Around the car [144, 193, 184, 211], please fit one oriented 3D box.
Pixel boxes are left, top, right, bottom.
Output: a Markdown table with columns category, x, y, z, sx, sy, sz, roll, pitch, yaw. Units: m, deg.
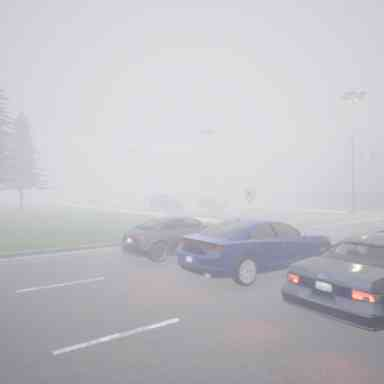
| category | x | y | z | sx | sy | sz | roll | pitch | yaw |
| --- | --- | --- | --- | --- | --- | --- | --- | --- | --- |
| car | -3.267 | 1.188 | 40.813 | 2.150 | 2.045 | 5.566 | 0 | 0 | -36 |

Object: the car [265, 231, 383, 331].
| category | x | y | z | sx | sy | sz | roll | pitch | yaw |
| --- | --- | --- | --- | --- | --- | --- | --- | --- | --- |
| car | 4.126 | 1.536 | 6.705 | 5.357 | 1.411 | 2.033 | 0 | 0 | -35 |

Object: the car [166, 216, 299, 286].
| category | x | y | z | sx | sy | sz | roll | pitch | yaw |
| --- | --- | --- | --- | --- | --- | --- | --- | --- | --- |
| car | 1.956 | 1.467 | 9.459 | 5.008 | 1.535 | 1.882 | 0 | 0 | -35 |

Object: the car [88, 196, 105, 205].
| category | x | y | z | sx | sy | sz | roll | pitch | yaw |
| --- | --- | --- | --- | --- | --- | --- | --- | --- | --- |
| car | -17.407 | 1.460 | 60.408 | 2.128 | 1.511 | 4.902 | 0 | 0 | -35 |

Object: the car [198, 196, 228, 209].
| category | x | y | z | sx | sy | sz | roll | pitch | yaw |
| --- | --- | --- | --- | --- | --- | --- | --- | --- | --- |
| car | 2.769 | 1.308 | 44.428 | 2.097 | 1.767 | 4.553 | 0 | 0 | -36 |

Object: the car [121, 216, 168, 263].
| category | x | y | z | sx | sy | sz | roll | pitch | yaw |
| --- | --- | --- | --- | --- | --- | --- | --- | --- | --- |
| car | -0.410 | 1.554 | 12.071 | 4.181 | 1.385 | 1.994 | 0 | 0 | -35 |
